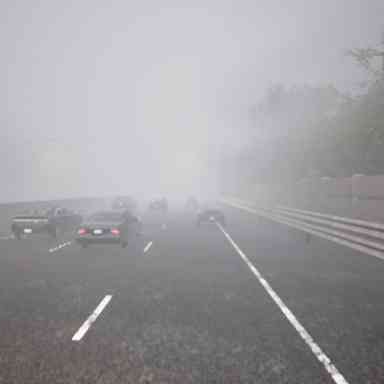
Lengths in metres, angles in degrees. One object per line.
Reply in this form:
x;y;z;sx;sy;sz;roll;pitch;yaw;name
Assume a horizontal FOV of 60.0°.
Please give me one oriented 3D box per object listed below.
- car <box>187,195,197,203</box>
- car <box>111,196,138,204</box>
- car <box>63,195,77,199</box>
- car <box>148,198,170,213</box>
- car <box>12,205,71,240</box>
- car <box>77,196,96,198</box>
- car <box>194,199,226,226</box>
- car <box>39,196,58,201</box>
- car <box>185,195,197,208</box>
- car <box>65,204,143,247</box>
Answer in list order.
0.004;1.263;62.157;1.812;1.442;4.674;0;0;0;car
-6.901;1.195;34.383;2.097;1.767;4.553;0;0;0;car
-21.029;1.255;57.924;1.837;1.490;4.892;0;0;1;car
-3.397;1.333;34.631;2.128;1.511;4.902;0;0;0;car
-6.899;1.407;16.407;2.128;1.511;4.902;0;0;0;car
-17.528;1.354;57.246;1.895;1.301;4.718;0;0;1;car
1.227;1.418;22.348;1.812;1.442;4.674;0;0;0;car
-24.525;1.317;57.024;1.994;1.385;4.181;0;0;1;car
0.033;1.348;45.124;2.033;1.411;5.357;0;0;1;car
-3.401;1.471;14.519;2.033;1.411;5.357;0;0;0;car
